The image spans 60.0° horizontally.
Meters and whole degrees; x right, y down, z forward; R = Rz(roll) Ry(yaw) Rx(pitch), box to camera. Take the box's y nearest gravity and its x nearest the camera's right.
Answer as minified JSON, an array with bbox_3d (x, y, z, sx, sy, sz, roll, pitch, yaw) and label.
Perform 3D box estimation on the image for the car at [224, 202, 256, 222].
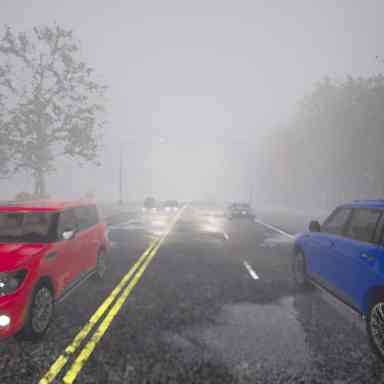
[{"bbox_3d":[3.607,1.478,25.552,2.033,1.411,5.357,2,0,0],"label":"car"}]

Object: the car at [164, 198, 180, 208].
[{"bbox_3d":[-2.844,1.557,48.178,1.994,1.385,4.181,0,0,1],"label":"car"}]

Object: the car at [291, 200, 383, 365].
[{"bbox_3d":[3.430,1.152,5.588,2.150,2.045,5.566,2,0,0],"label":"car"}]

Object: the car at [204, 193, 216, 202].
[{"bbox_3d":[4.169,1.517,73.330,1.994,1.385,4.181,0,-1,1],"label":"car"}]

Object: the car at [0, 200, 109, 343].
[{"bbox_3d":[-3.315,1.222,6.819,2.150,2.045,5.566,0,0,0],"label":"car"}]

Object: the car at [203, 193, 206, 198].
[{"bbox_3d":[4.382,1.553,84.345,1.895,1.301,4.718,1,1,1],"label":"car"}]

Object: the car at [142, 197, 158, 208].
[{"bbox_3d":[-6.088,1.500,48.778,1.837,1.490,4.892,0,0,1],"label":"car"}]
